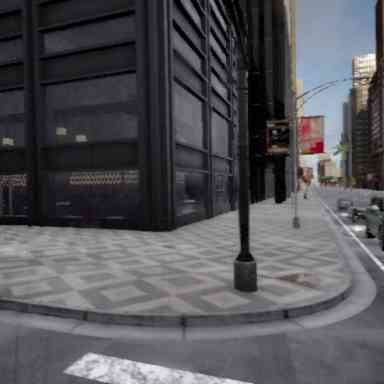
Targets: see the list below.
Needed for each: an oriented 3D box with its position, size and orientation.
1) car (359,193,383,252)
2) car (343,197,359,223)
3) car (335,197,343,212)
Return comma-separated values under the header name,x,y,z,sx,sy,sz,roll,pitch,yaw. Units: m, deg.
name,x,y,z,sx,sy,sz,roll,pitch,yaw
car,8.343,1.065,13.186,2.150,2.045,5.566,-1,0,19
car,11.630,1.224,22.499,1.837,1.490,4.892,-1,0,19
car,14.948,1.157,31.957,1.994,1.385,4.181,-1,0,19
